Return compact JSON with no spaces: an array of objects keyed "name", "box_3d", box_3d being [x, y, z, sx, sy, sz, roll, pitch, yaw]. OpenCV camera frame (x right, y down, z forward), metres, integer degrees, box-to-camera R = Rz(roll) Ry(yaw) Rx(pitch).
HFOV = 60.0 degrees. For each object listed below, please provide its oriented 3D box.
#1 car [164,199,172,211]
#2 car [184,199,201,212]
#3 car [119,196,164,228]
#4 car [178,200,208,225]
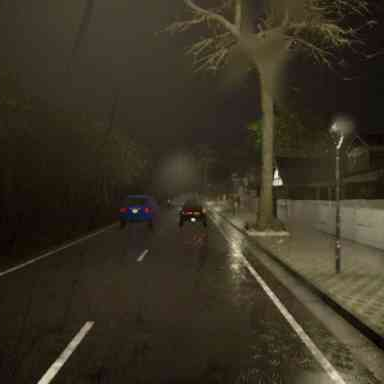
[{"name":"car","box_3d":[-3.436,1.544,40.836,2.128,1.511,4.902,0,0,0]},{"name":"car","box_3d":[0.063,1.616,41.398,1.994,1.385,4.181,0,0,0]},{"name":"car","box_3d":[-3.419,1.260,22.643,2.150,2.045,5.566,0,0,0]},{"name":"car","box_3d":[0.079,1.545,24.217,1.837,1.490,4.892,0,0,0]}]
